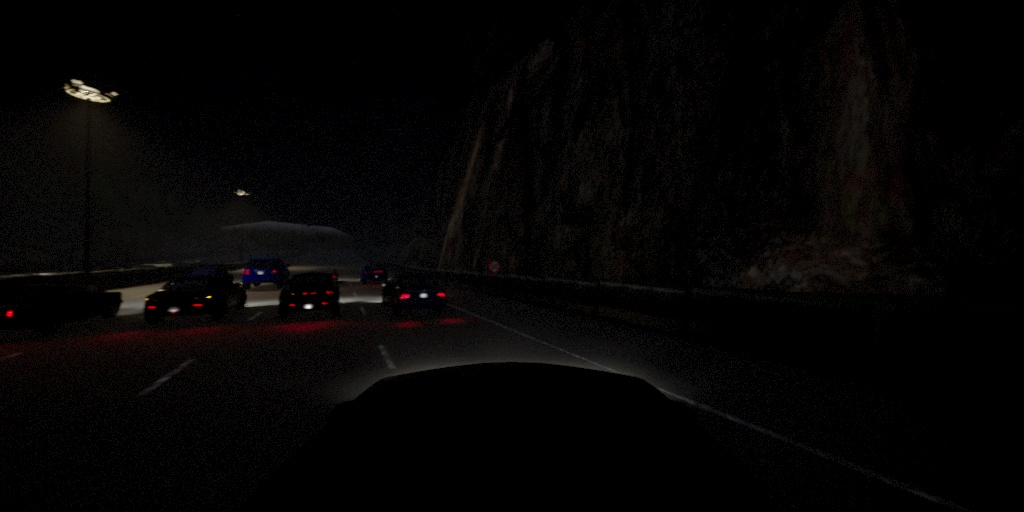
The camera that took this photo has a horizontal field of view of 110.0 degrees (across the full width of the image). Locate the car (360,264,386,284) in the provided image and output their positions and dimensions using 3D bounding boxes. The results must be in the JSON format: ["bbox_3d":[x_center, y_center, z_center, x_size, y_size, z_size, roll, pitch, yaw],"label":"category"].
[{"bbox_3d":[-11.373,1.412,29.505,1.882,1.535,5.008,0,0,-25],"label":"car"}]

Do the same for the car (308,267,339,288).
[{"bbox_3d":[-14.101,1.531,27.089,1.895,1.301,4.718,0,0,-25],"label":"car"}]

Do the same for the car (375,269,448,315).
[{"bbox_3d":[-4.090,1.424,14.496,2.033,1.411,5.357,0,0,-26],"label":"car"}]

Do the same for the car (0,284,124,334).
[{"bbox_3d":[-13.840,1.467,10.558,1.895,1.301,4.718,0,0,-25],"label":"car"}]

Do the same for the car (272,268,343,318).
[{"bbox_3d":[-7.650,1.385,13.845,1.837,1.490,4.892,0,0,-25],"label":"car"}]

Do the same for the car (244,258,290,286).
[{"bbox_3d":[-16.978,1.149,24.982,2.150,2.045,5.566,0,0,-26],"label":"car"}]

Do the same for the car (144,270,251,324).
[{"bbox_3d":[-10.968,1.401,12.673,1.812,1.442,4.674,0,0,-25],"label":"car"}]

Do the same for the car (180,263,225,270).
[{"bbox_3d":[-20.669,1.445,24.604,1.812,1.442,4.674,0,0,-25],"label":"car"}]
